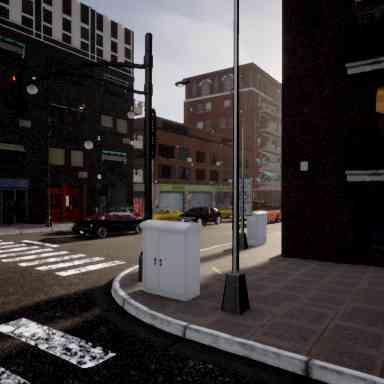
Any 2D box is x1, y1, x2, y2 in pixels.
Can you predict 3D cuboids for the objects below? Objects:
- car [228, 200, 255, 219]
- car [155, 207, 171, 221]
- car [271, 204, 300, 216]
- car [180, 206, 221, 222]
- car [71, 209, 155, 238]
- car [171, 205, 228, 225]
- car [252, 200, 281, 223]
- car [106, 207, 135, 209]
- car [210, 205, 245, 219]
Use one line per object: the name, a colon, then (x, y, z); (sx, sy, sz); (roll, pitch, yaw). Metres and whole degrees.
car: (6.380, 1.866, 35.485); (2.150, 2.045, 5.566); (0, -1, 35)
car: (-2.352, 1.944, 27.514); (1.752, 1.417, 4.829); (-1, -2, 35)
car: (12.504, 2.394, 44.200); (2.033, 1.411, 5.357); (0, -1, 35)
car: (0.903, 2.092, 32.184); (1.947, 1.339, 4.313); (-1, -2, 35)
car: (-4.661, 1.881, 19.647); (1.895, 1.301, 4.718); (0, -1, 35)
car: (0.701, 1.962, 27.337); (1.837, 1.490, 4.892); (0, -1, 35)
car: (7.988, 1.973, 32.203); (2.097, 1.767, 4.553); (0, -1, 35)
car: (-5.413, 1.758, 23.125); (1.967, 1.590, 4.097); (-1, -2, 35)
car: (3.964, 2.153, 36.577); (1.752, 1.417, 4.829); (-1, -2, 35)
